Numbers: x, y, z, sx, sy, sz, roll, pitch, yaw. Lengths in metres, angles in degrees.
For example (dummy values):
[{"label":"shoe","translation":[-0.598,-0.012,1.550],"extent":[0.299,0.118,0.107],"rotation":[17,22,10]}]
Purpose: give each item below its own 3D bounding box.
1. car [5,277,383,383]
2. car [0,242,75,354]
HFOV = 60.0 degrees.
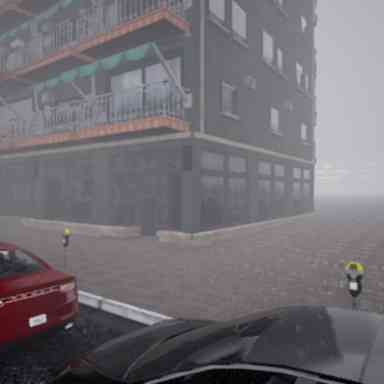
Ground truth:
[{"label":"car","translation":[0.778,1.563,2.320],"extent":[4.313,1.339,1.947],"rotation":[0,0,36]},{"label":"car","translation":[-3.801,1.511,5.606],"extent":[4.507,1.381,1.887],"rotation":[0,0,36]}]
